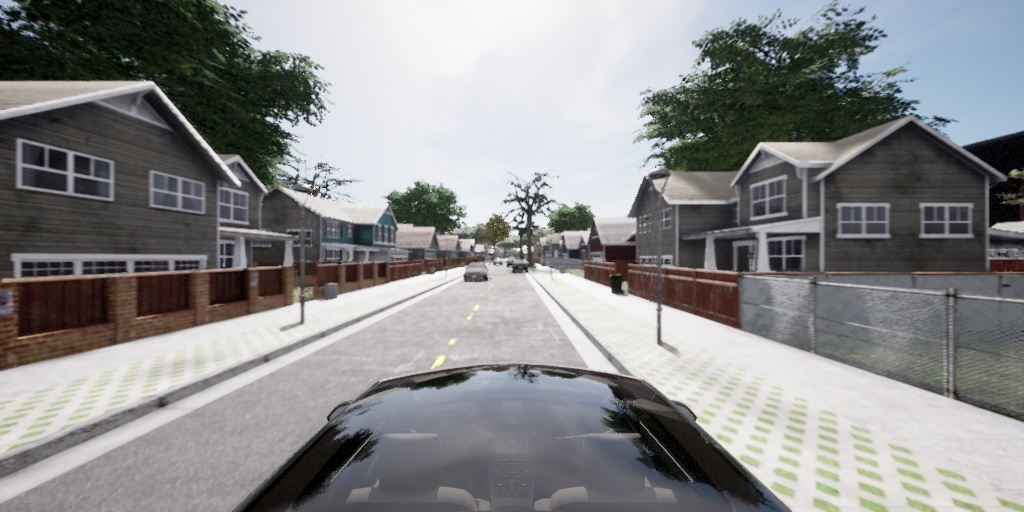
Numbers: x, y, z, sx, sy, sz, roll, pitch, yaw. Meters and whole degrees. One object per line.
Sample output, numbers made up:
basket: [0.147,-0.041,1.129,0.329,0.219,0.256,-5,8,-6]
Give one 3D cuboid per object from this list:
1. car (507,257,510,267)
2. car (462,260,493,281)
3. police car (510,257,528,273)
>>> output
car: [0.017,1.160,61.456,1.837,1.490,4.892,0,0,0]
car: [-2.838,1.246,29.298,1.812,1.442,4.674,0,0,0]
police car: [0.974,1.120,43.523,1.930,1.638,5.238,0,0,0]
